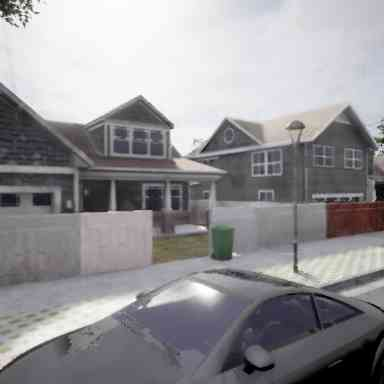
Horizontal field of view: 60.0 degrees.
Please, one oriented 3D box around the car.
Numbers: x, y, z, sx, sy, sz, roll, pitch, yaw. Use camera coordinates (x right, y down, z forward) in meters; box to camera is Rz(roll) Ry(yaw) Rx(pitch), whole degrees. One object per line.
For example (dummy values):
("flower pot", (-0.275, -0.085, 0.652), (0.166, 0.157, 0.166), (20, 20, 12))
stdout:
("car", (0.295, 1.559, 3.281), (4.181, 1.385, 1.994), (0, 0, -36))
